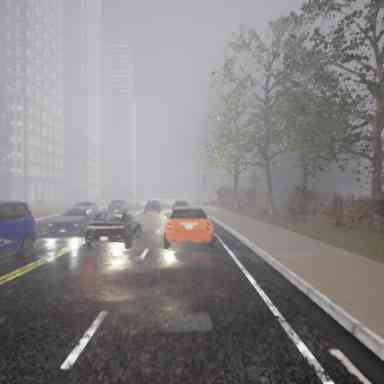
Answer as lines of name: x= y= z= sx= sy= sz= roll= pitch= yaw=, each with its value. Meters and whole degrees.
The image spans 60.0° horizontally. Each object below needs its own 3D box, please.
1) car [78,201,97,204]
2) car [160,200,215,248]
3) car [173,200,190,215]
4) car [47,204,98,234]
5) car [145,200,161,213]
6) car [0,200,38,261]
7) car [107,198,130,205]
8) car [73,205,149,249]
car: x=-10.953 y=1.707 z=34.526 sx=1.837 sy=1.490 sz=4.892 roll=0 pitch=-1 yaw=-3
car: x=-0.177 y=1.430 z=15.411 sx=2.097 sy=1.767 sz=4.553 roll=0 pitch=0 yaw=-2
car: x=-1.250 y=1.670 z=37.596 sx=1.882 sy=1.535 sz=5.008 roll=0 pitch=0 yaw=-3
car: x=-6.921 y=1.665 z=20.201 sx=2.033 sy=1.411 sz=5.357 roll=0 pitch=0 yaw=-2
car: x=-4.643 y=1.690 z=39.968 sx=1.882 sy=1.535 sz=5.008 roll=0 pitch=0 yaw=-3
car: x=-6.597 y=1.286 z=9.747 sx=2.150 sy=2.045 sz=5.566 roll=0 pitch=0 yaw=-1
car: x=-7.714 y=1.544 z=34.798 sx=2.097 sy=1.767 sz=4.553 roll=0 pitch=0 yaw=-3
car: x=-3.416 y=1.576 z=15.086 sx=2.128 sy=1.511 sz=4.902 roll=0 pitch=0 yaw=-2
